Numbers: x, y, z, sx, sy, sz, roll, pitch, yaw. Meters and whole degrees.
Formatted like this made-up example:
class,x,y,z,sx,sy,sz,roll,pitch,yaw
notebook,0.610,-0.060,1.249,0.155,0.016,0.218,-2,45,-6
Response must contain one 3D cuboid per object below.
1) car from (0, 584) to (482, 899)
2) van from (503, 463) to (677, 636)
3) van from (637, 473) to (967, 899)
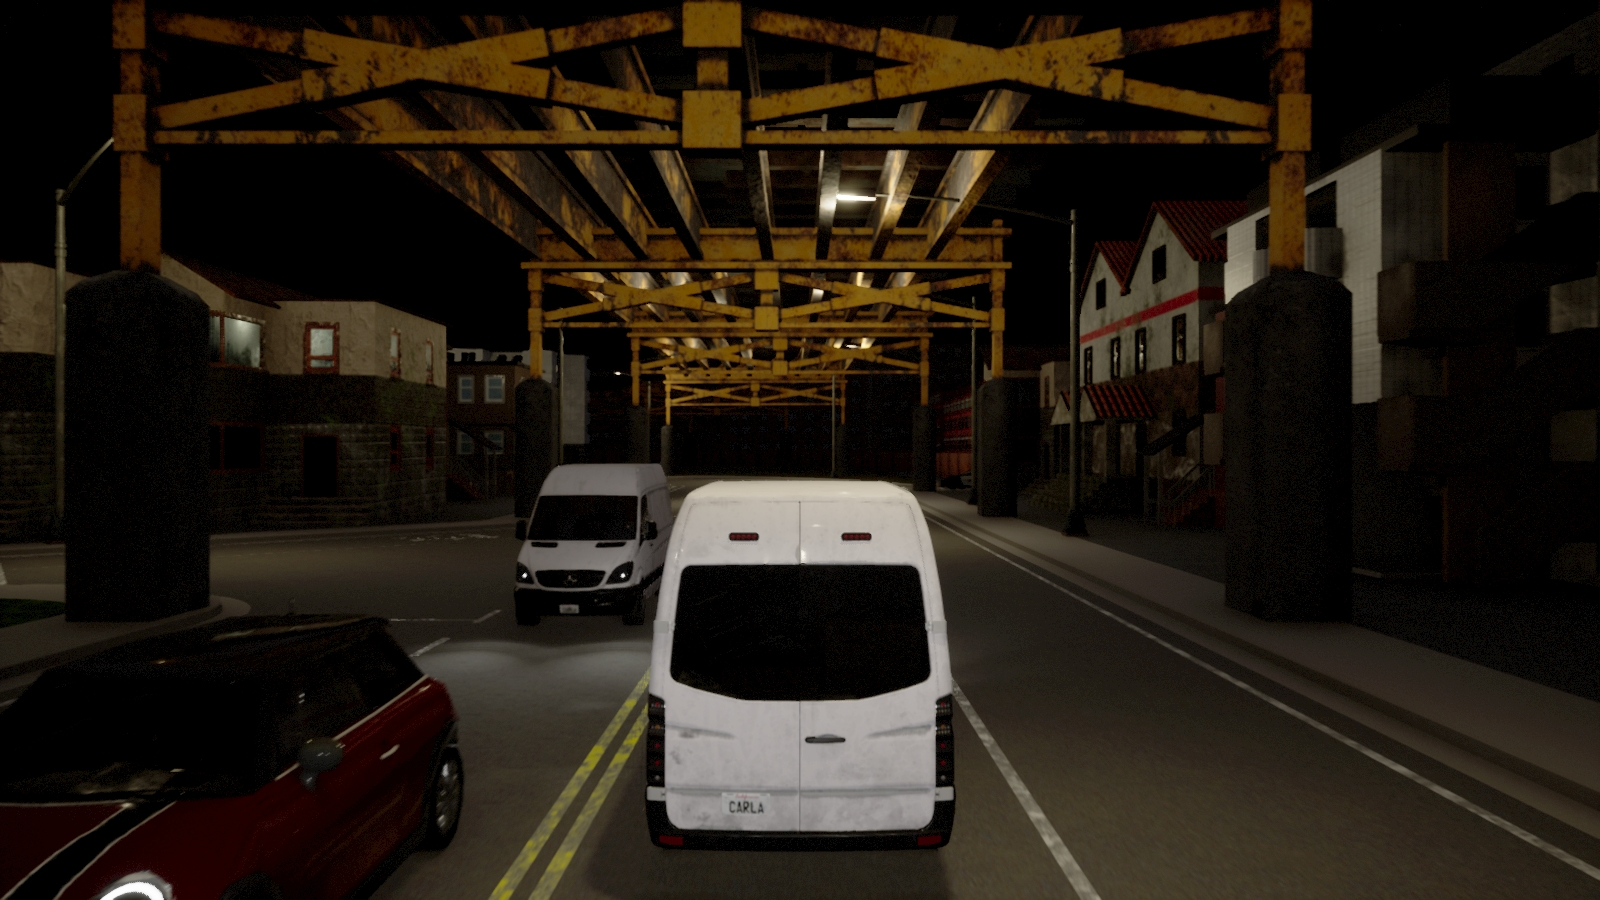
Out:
class,x,y,z,sx,sy,sz,roll,pitch,yaw
car,-3.468,1.905,6.406,2.097,1.767,4.553,0,0,0
van,-3.487,1.534,20.229,1.988,2.561,5.915,0,0,0
van,0.012,1.534,9.836,1.988,2.561,5.915,0,0,0
